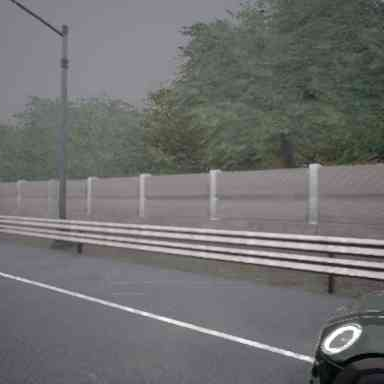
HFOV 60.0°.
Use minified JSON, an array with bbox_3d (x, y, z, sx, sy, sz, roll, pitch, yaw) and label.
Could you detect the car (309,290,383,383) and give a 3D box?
[{"bbox_3d":[3.442,1.435,2.816,4.553,1.767,2.097,-1,-2,36],"label":"car"}]
